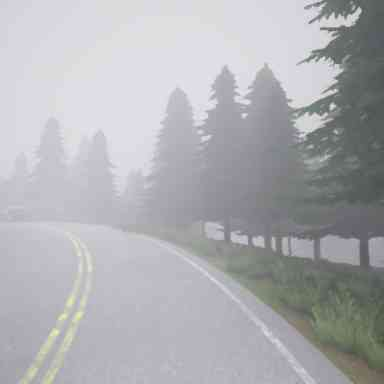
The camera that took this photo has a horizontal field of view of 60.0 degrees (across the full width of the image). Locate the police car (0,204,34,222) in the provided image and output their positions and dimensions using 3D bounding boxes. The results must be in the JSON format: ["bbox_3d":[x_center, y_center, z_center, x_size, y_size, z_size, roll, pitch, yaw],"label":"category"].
[{"bbox_3d":[-16.572,1.905,30.191,5.238,1.638,1.930,-4,-6,30],"label":"police car"}]
